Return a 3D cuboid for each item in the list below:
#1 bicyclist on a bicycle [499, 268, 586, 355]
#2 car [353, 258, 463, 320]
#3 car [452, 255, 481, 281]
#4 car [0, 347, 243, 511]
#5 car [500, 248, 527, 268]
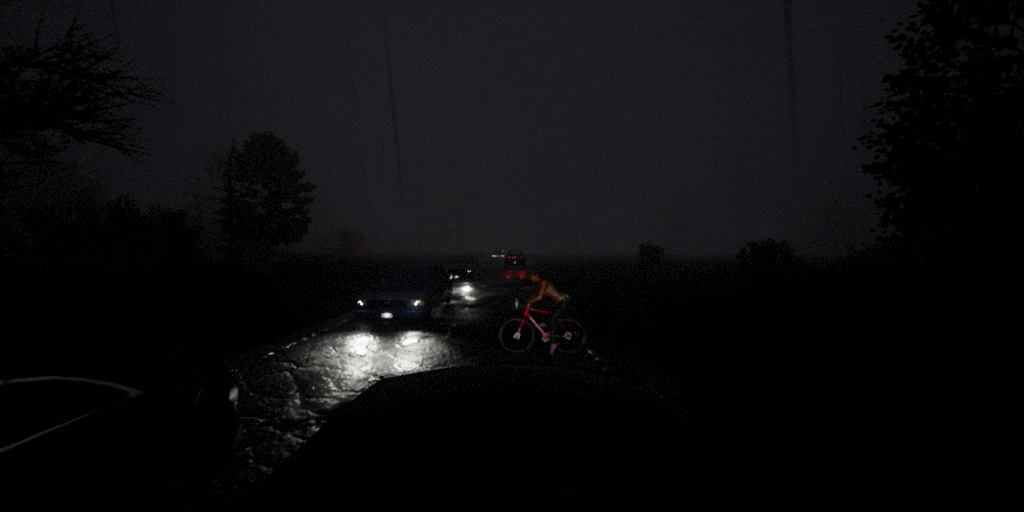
[{"bbox_3d":[0.580,1.045,6.746,1.656,1.620,0.582,0,2,0],"label":"bicyclist on a bicycle"},{"bbox_3d":[-3.053,0.982,11.392,2.033,1.411,5.357,0,2,0],"label":"car"},{"bbox_3d":[-2.975,0.645,22.028,2.033,1.411,5.357,0,2,0],"label":"car"},{"bbox_3d":[-3.123,1.260,0.852,2.128,1.511,4.902,0,2,0],"label":"car"},{"bbox_3d":[0.285,0.259,32.696,2.128,1.511,4.902,0,2,0],"label":"car"}]
